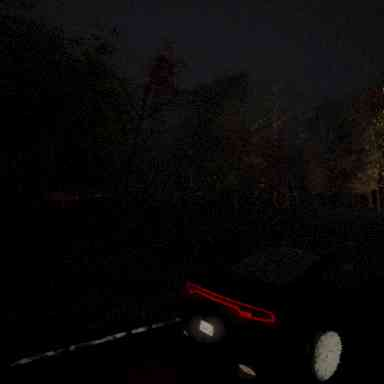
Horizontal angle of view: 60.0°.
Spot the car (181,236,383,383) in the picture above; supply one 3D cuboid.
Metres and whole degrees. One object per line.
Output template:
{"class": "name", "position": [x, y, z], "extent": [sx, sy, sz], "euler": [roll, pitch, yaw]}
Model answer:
{"class": "car", "position": [2.191, 1.479, 5.432], "extent": [5.008, 1.535, 1.882], "euler": [0, 0, -36]}
